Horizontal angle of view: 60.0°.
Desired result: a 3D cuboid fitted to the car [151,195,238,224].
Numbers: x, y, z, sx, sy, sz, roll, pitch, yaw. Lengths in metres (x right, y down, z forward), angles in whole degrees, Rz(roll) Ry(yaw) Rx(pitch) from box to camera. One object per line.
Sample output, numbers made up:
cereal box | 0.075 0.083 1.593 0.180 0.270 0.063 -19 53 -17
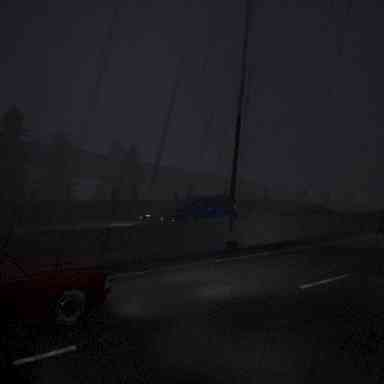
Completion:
car | 0.459 1.240 21.516 5.566 2.045 2.150 0 0 -35

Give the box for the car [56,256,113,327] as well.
car | -3.776 1.601 5.352 4.718 1.301 1.895 0 0 -35

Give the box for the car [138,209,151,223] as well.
car | -1.557 1.524 24.376 4.892 1.490 1.837 0 0 -35

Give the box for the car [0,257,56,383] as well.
car | -3.674 1.217 1.125 5.566 2.045 2.150 0 0 -36

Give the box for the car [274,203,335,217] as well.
car | 7.557 1.506 22.279 5.008 1.535 1.882 0 0 -35
